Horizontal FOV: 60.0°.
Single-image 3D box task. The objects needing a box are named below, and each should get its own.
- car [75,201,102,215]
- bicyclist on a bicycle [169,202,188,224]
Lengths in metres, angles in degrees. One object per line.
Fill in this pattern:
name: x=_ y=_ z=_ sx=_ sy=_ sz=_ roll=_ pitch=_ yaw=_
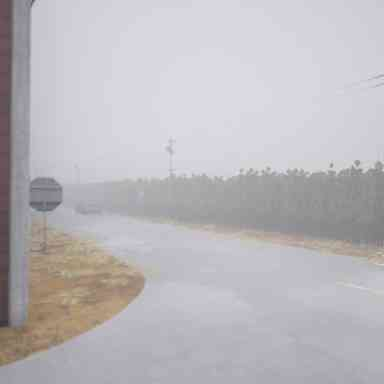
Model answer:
car: x=-11.123 y=1.671 z=35.578 sx=1.994 sy=1.385 sz=4.181 roll=1 pitch=0 yaw=-32
bicyclist on a bicycle: x=-1.027 y=1.600 z=25.236 sx=1.656 sy=1.620 sz=0.582 roll=1 pitch=-1 yaw=-32
